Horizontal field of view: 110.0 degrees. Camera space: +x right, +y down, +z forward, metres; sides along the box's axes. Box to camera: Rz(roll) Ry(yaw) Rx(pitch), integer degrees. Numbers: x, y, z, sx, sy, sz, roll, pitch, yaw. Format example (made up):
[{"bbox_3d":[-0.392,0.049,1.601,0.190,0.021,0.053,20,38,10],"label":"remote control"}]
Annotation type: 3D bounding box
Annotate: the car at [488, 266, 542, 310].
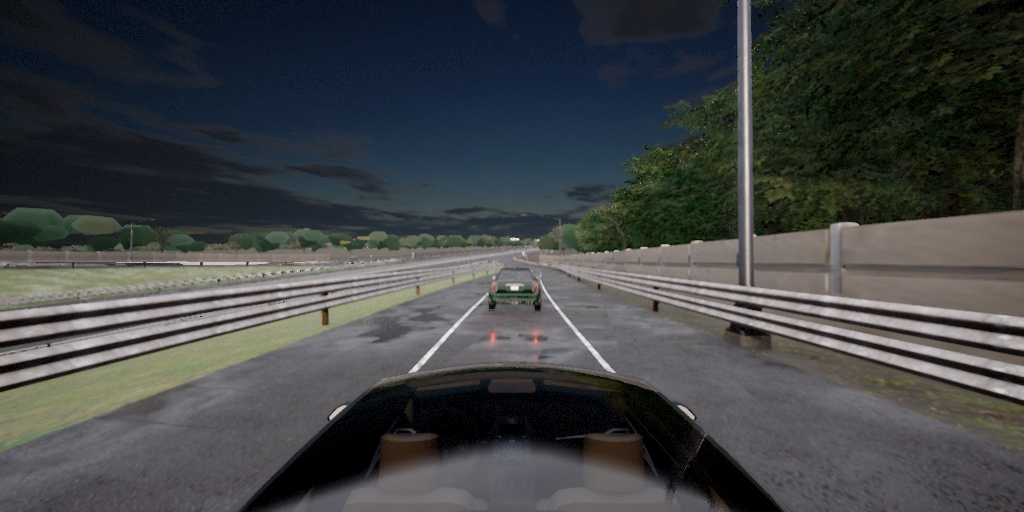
[{"bbox_3d":[0.161,1.283,15.819,2.097,1.767,4.553,0,-1,2],"label":"car"}]
